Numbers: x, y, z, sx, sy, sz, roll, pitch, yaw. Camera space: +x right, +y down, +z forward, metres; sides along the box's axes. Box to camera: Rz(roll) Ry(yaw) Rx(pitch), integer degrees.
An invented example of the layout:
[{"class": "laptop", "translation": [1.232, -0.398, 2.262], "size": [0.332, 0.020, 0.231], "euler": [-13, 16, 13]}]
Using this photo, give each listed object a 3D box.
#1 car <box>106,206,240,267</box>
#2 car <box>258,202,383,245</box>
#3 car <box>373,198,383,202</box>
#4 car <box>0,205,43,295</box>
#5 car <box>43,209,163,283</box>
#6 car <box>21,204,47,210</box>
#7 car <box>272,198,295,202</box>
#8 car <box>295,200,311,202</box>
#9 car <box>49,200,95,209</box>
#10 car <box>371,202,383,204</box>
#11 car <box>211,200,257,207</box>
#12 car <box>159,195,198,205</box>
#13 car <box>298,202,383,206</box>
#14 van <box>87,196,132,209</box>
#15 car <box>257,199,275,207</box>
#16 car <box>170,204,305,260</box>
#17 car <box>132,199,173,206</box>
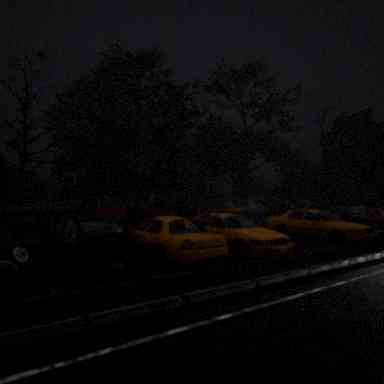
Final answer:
[{"class": "car", "translation": [-0.988, 1.476, 11.619], "size": [1.946, 1.575, 5.366], "euler": [0, 0, -35]}, {"class": "car", "translation": [6.023, 1.514, 16.125], "size": [1.946, 1.575, 5.366], "euler": [0, 0, -35]}, {"class": "car", "translation": [12.700, 1.312, 21.111], "size": [2.435, 2.045, 5.566], "euler": [0, 0, -35]}, {"class": "car", "translation": [-5.427, 1.353, 8.289], "size": [2.185, 1.767, 4.553], "euler": [0, 0, -35]}, {"class": "car", "translation": [-3.136, 1.477, 9.865], "size": [2.231, 1.521, 4.892], "euler": [0, 0, -35]}, {"class": "car", "translation": [-10.669, 1.502, 20.600], "size": [2.163, 1.488, 4.792], "euler": [0, 0, -35]}, {"class": "car", "translation": [7.449, 1.604, 33.347], "size": [2.163, 1.488, 4.792], "euler": [0, 0, -35]}, {"class": "car", "translation": [9.575, 1.463, 34.925], "size": [2.185, 1.767, 4.553], "euler": [0, 0, -35]}, {"class": "car", "translation": [-8.515, 1.505, 22.125], "size": [2.163, 1.488, 4.792], "euler": [0, 0, -35]}, {"class": "car", "translation": [10.342, 1.545, 19.635], "size": [1.946, 1.575, 5.366], "euler": [0, 0, -35]}, {"class": "car", "translation": [3.017, 1.541, 30.020], "size": [1.946, 1.575, 5.366], "euler": [0, 0, -35]}, {"class": "car", "translation": [-1.628, 1.262, 26.996], "size": [2.435, 2.045, 5.566], "euler": [0, 0, -35]}, {"class": "car", "translation": [8.179, 1.533, 17.885], "size": [2.231, 1.521, 4.892], "euler": [0, 0, -35]}, {"class": "van", "translation": [-6.302, 1.259, 23.797], "size": [1.878, 1.987, 4.442], "euler": [0, 0, -35]}, {"class": "car", "translation": [5.172, 1.599, 31.769], "size": [2.002, 1.452, 4.674], "euler": [0, 0, -35]}, {"class": "car", "translation": [1.392, 1.485, 12.849], "size": [1.946, 1.575, 5.366], "euler": [0, 0, -35]}, {"class": "car", "translation": [-3.857, 1.528, 25.350], "size": [2.163, 1.488, 4.792], "euler": [0, 0, -35]}]
